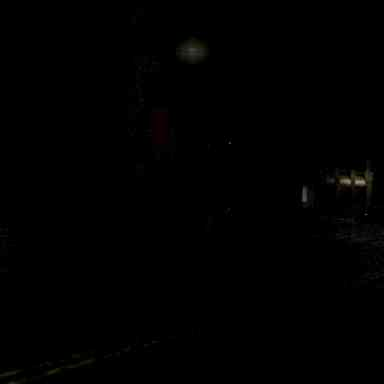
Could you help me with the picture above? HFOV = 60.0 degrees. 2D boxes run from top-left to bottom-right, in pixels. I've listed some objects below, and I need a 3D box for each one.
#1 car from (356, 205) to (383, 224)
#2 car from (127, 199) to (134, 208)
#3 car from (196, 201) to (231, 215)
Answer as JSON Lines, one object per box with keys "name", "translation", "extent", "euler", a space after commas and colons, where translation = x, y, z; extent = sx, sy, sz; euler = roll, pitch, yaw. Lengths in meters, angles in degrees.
{"name": "car", "translation": [14.084, 1.680, 23.983], "extent": [2.128, 1.511, 4.902], "euler": [1, -1, -14]}
{"name": "car", "translation": [-11.534, 1.863, 56.182], "extent": [2.128, 1.511, 4.902], "euler": [1, -1, -35]}
{"name": "car", "translation": [2.240, 1.786, 36.739], "extent": [1.812, 1.442, 4.674], "euler": [1, -1, -35]}
